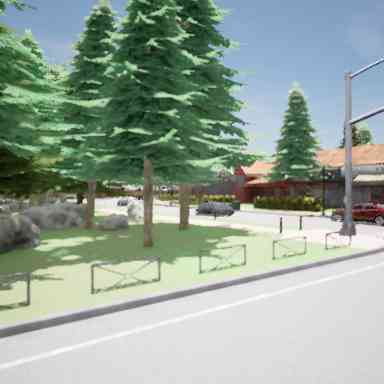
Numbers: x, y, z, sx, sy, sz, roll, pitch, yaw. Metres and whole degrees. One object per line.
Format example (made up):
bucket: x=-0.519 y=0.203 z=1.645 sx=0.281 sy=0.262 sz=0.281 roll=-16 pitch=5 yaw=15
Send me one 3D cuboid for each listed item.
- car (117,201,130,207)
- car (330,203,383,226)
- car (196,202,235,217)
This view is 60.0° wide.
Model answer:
car: x=-10.580 y=1.644 z=53.166 sx=1.994 sy=1.385 sz=4.181 roll=0 pitch=0 yaw=-26
car: x=12.652 y=1.553 z=24.276 sx=1.882 sy=1.535 sz=5.008 roll=0 pitch=0 yaw=-36
car: x=2.228 y=1.649 z=32.440 sx=1.994 sy=1.385 sz=4.181 roll=0 pitch=0 yaw=-35
